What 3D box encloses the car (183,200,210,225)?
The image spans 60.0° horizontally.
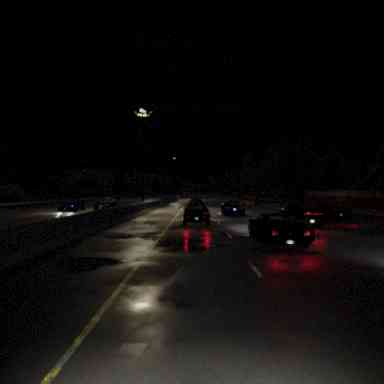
[{"bbox_3d":[0.317,1.520,23.688,1.812,1.442,4.674,0,0,1],"label":"car"}]

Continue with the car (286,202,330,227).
[{"bbox_3d":[7.315,1.508,22.557,1.837,1.490,4.892,0,0,1],"label":"car"}]

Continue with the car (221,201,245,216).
[{"bbox_3d":[3.910,1.561,32.243,1.994,1.385,4.181,0,0,1],"label":"car"}]

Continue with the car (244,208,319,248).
[{"bbox_3d":[3.738,1.602,14.783,1.895,1.301,4.718,0,0,1],"label":"car"}]

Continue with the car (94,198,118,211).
[{"bbox_3d":[-10.119,1.512,39.507,2.128,1.511,4.902,0,0,1],"label":"car"}]

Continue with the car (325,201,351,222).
[{"bbox_3d":[10.853,1.483,26.590,1.882,1.535,5.008,0,0,1],"label":"car"}]

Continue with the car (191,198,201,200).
[{"bbox_3d":[0.504,1.497,41.862,1.837,1.490,4.892,0,1,1],"label":"car"}]

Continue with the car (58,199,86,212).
[{"bbox_3d":[-13.646,1.501,38.095,1.812,1.442,4.674,0,0,1],"label":"car"}]
